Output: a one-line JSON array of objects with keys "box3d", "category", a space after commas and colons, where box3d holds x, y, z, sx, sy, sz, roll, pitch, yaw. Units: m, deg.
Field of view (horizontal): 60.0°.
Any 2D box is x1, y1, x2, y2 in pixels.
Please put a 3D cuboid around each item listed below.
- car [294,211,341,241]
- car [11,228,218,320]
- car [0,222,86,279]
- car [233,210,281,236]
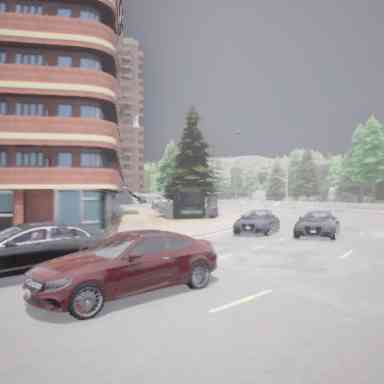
[{"box3d": [6.840, 1.739, 17.956, 1.994, 1.385, 4.181, -1, -1, 29], "category": "car"}, {"box3d": [-1.358, 1.646, 7.808, 4.674, 1.442, 1.812, 0, -1, -42], "category": "car"}, {"box3d": [-4.632, 1.666, 9.579, 4.902, 1.511, 2.128, 0, -1, -41], "category": "car"}, {"box3d": [3.991, 1.792, 19.971, 1.994, 1.385, 4.181, -1, -1, 28], "category": "car"}]
